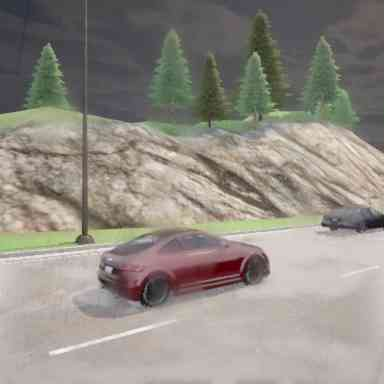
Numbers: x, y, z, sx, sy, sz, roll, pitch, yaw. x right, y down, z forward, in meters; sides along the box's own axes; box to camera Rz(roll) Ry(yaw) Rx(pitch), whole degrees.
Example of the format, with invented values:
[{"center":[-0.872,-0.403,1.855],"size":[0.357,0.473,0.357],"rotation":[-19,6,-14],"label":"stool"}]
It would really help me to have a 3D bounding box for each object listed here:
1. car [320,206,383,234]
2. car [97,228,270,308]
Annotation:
[{"center":[9.690,1.547,19.272],"size":[5.357,1.411,2.033],"rotation":[0,0,-35],"label":"car"},{"center":[-0.087,1.563,7.987],"size":[4.181,1.385,1.994],"rotation":[0,0,-36],"label":"car"}]
